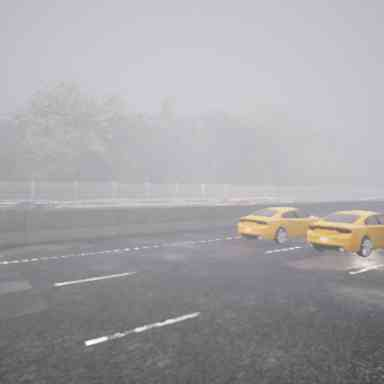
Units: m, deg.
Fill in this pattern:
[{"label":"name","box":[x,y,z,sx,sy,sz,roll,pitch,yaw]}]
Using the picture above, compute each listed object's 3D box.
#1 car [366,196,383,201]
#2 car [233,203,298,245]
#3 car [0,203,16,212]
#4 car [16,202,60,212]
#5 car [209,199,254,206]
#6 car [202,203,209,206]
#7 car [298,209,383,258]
[{"label":"car","box":[34.902,1.443,63.181,4.674,1.442,1.812,0,0,-36]},{"label":"car","box":[4.409,1.460,15.615,5.008,1.535,1.882,0,0,-36]},{"label":"car","box":[-13.666,1.457,20.028,4.892,1.490,1.837,0,0,-35]},{"label":"car","box":[-12.675,1.493,25.024,5.357,1.411,2.033,0,0,-35]},{"label":"car","box":[4.437,1.433,32.903,5.008,1.535,1.882,0,0,-35]},{"label":"car","box":[3.187,1.475,36.303,4.674,1.442,1.812,0,0,-35]},{"label":"car","box":[6.540,1.467,12.835,5.008,1.535,1.882,0,0,-36]}]
